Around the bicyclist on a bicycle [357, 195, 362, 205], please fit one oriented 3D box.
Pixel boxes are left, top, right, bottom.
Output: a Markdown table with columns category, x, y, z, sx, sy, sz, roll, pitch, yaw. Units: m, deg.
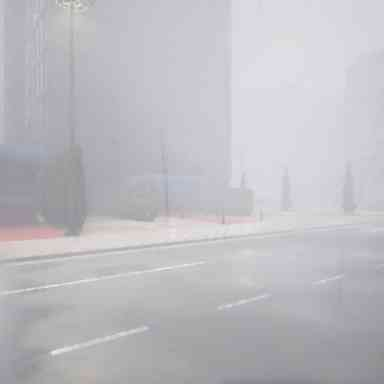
| category | x | y | z | sx | sy | sz | roll | pitch | yaw |
| --- | --- | --- | --- | --- | --- | --- | --- | --- | --- |
| bicyclist on a bicycle | 27.244 | 1.299 | 54.175 | 1.656 | 1.620 | 0.582 | 0 | 0 | -35 |

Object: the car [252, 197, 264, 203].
| category | x | y | z | sx | sy | sz | roll | pitch | yaw |
| --- | --- | --- | --- | --- | --- | --- | --- | --- | --- |
| car | 12.232 | 1.615 | 67.147 | 1.895 | 1.301 | 4.718 | 0 | 0 | -35 |
